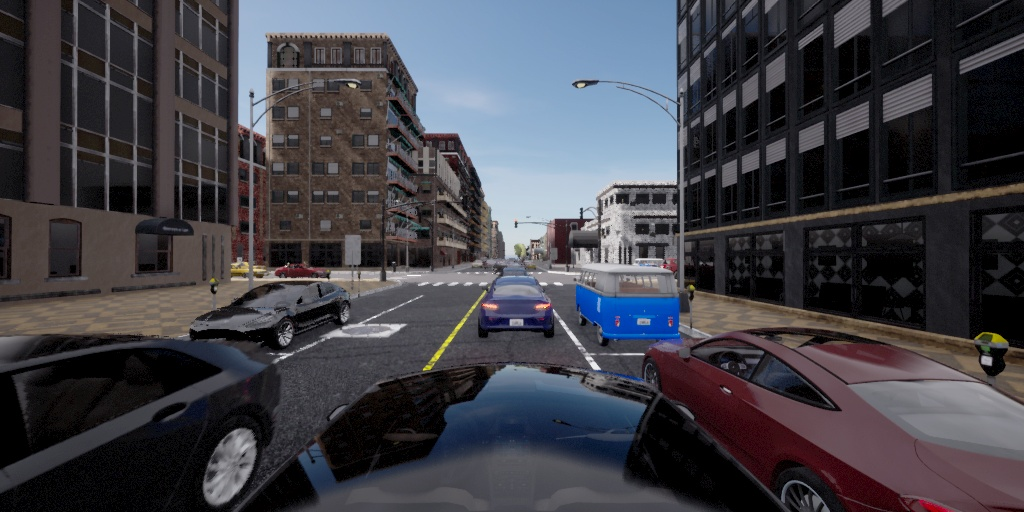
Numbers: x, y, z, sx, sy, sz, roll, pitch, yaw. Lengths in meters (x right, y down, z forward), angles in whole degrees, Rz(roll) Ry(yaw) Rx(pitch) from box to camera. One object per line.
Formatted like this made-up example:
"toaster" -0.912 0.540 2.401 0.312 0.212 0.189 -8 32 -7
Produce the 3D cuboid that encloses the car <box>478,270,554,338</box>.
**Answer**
"car" 0.103 1.277 10.082 1.812 1.442 4.674 0 0 0

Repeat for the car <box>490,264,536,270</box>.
"car" 0.097 1.318 18.534 1.994 1.385 4.181 0 0 0

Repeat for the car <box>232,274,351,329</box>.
"car" -5.688 1.317 9.109 1.948 1.339 4.313 0 0 0

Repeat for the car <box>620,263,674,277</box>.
"car" 13.412 1.418 35.773 4.718 1.301 1.895 0 0 1

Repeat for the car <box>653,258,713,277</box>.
"car" 14.927 1.108 29.963 5.009 1.841 2.192 0 0 0

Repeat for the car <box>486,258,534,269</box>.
"car" -0.283 1.274 37.244 2.128 1.511 4.902 0 0 -33

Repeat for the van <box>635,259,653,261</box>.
"van" 14.906 1.175 38.343 3.998 1.789 1.690 0 0 0

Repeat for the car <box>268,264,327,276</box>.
"car" -17.460 1.284 29.894 4.207 1.307 1.802 0 0 0

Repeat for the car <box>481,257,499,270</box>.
"car" -3.096 1.310 52.846 1.812 1.442 4.674 0 0 0

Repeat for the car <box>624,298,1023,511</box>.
"car" 2.658 1.332 3.392 1.802 1.307 4.207 0 0 0

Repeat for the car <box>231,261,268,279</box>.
"car" -22.952 1.216 29.882 4.829 1.417 1.751 0 0 0

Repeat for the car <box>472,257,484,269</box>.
"car" -5.676 1.318 59.238 1.751 1.417 4.829 0 0 0

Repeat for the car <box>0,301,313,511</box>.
"car" -3.100 1.255 1.429 1.837 1.490 4.892 0 0 0

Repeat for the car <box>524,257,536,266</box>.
"car" 2.704 1.311 54.038 1.751 1.417 4.829 0 0 0

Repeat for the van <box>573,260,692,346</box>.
"van" 2.659 1.092 9.082 1.690 1.789 3.998 0 0 0
